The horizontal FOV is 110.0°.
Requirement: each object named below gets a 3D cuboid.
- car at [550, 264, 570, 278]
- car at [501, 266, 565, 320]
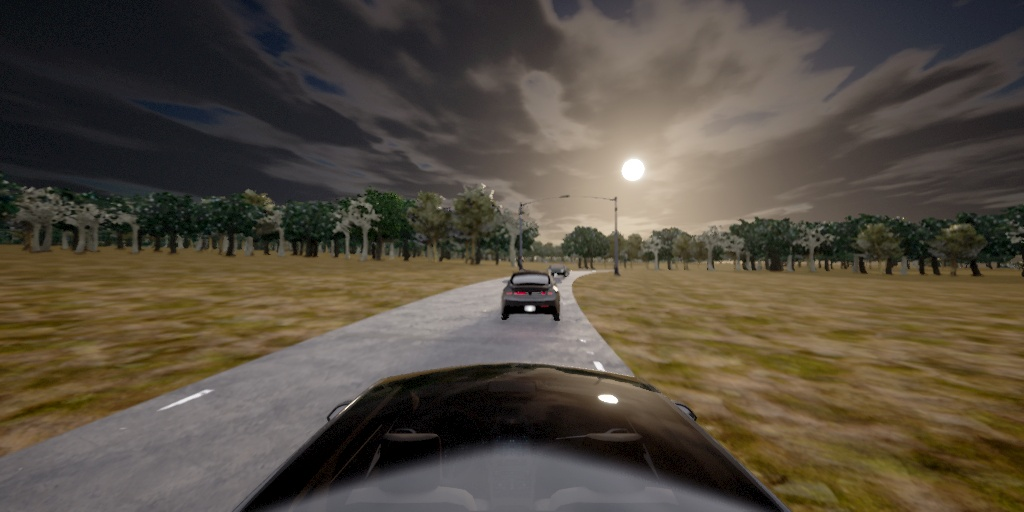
[{"bbox_3d":[4.610,1.447,35.395,1.895,1.301,4.718,0,-1,15],"label":"car"},{"bbox_3d":[0.709,1.260,12.720,1.837,1.490,4.892,0,0,5],"label":"car"}]
